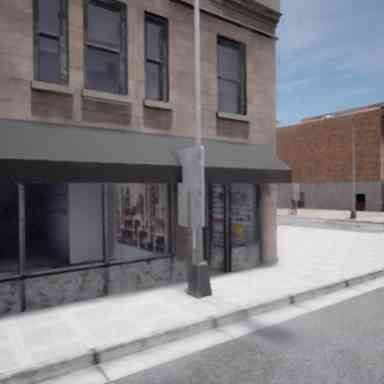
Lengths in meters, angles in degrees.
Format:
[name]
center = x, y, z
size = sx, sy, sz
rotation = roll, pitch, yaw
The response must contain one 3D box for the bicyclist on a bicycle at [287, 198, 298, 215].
[bicyclist on a bicycle]
center = 9.370, 1.350, 30.994
size = 1.656, 1.620, 0.582
rotation = -1, 1, -36
